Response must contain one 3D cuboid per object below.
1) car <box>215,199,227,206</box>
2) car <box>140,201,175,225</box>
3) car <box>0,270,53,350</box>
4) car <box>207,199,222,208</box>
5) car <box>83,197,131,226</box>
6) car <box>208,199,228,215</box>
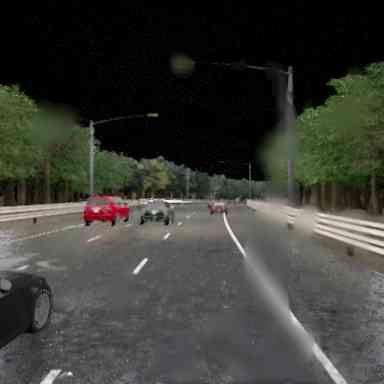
[{"bbox_3d":[6.092,2.090,69.164,1.994,1.385,4.181,0,-2,11],"label":"car"},{"bbox_3d":[-2.512,1.481,25.276,2.097,1.767,4.553,0,0,3],"label":"car"},{"bbox_3d":[-3.339,1.540,3.854,1.812,1.442,4.674,0,0,1],"label":"car"},{"bbox_3d":[3.739,1.934,54.551,1.994,1.385,4.181,0,-1,9],"label":"car"},{"bbox_3d":[-6.088,1.345,24.368,2.150,2.045,5.566,0,0,4],"label":"car"},{"bbox_3d":[2.958,1.724,36.323,1.812,1.442,4.674,0,0,5],"label":"car"}]
